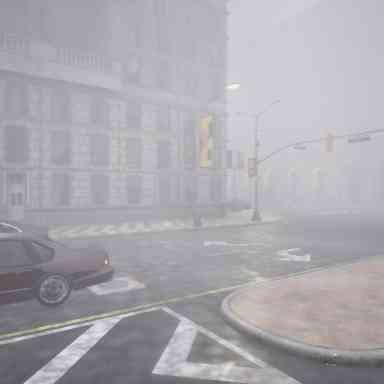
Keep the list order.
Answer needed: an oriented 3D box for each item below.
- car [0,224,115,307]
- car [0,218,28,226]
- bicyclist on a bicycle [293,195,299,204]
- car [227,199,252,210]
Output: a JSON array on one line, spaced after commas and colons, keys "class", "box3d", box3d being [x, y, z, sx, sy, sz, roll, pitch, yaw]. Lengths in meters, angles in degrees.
[{"class": "car", "box3d": [-4.286, 1.547, 6.480, 5.357, 1.411, 2.033, 0, 0, -34]}, {"class": "car", "box3d": [-6.476, 1.492, 9.263, 4.902, 1.511, 2.128, 0, 0, -37]}, {"class": "bicyclist on a bicycle", "box3d": [17.913, 1.300, 57.126, 1.656, 1.620, 0.582, 0, 0, -35]}, {"class": "car", "box3d": [5.737, 1.564, 43.157, 1.994, 1.385, 4.181, 0, 0, -35]}]
